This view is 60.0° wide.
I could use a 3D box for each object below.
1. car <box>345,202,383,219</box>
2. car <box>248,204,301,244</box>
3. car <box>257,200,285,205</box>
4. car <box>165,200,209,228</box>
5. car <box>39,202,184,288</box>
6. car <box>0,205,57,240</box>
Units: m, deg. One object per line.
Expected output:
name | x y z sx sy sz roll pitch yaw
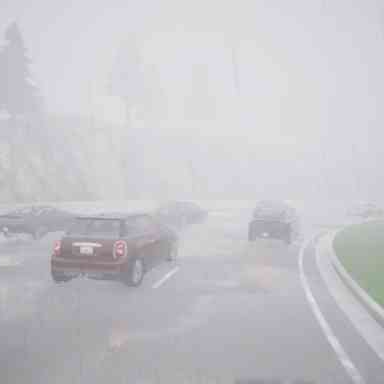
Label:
car | 16.192 1.674 31.328 4.674 1.442 1.812 1 0 -39
car | 4.055 1.541 16.145 1.837 1.490 4.892 0 0 24
car | 6.657 1.411 26.755 2.097 1.767 4.553 1 0 37
car | -0.617 1.343 22.128 2.097 1.767 4.553 1 0 28
car | -1.892 1.333 9.525 2.097 1.767 4.553 1 0 13
car | -7.249 1.421 16.675 2.128 1.511 4.902 0 0 19
